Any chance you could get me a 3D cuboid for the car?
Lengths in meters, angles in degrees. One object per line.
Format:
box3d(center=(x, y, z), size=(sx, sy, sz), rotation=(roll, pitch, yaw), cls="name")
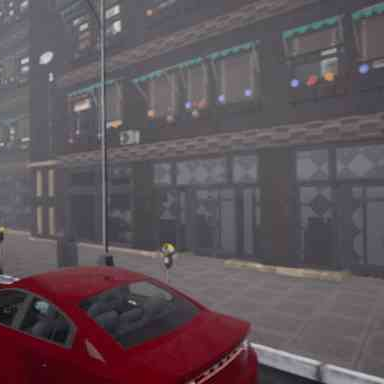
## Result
box3d(center=(-1.478, 1.581, 3.936), size=(4.507, 1.381, 1.887), rotation=(-1, -1, 36), cls="car")
